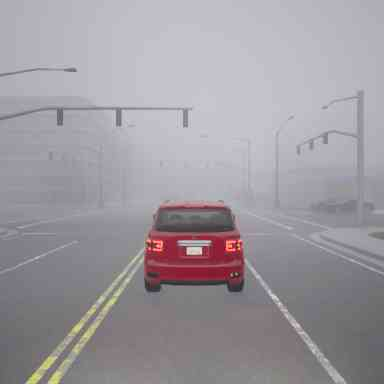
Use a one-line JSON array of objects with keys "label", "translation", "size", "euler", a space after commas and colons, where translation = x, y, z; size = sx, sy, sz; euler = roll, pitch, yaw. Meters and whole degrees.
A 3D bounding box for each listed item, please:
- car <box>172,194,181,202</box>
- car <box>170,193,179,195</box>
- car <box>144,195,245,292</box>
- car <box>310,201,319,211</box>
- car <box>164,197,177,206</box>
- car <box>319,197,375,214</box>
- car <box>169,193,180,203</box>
[{"label": "car", "translation": [-3.633, 1.355, 79.515], "size": [2.097, 1.767, 4.553], "euler": [0, 0, 0]}, {"label": "car", "translation": [-3.225, 1.330, 44.042], "size": [2.097, 1.767, 4.553], "euler": [0, 0, -5]}, {"label": "car", "translation": [0.057, 1.221, 9.054], "size": [2.150, 2.045, 5.566], "euler": [0, 0, 0]}, {"label": "car", "translation": [16.094, 1.352, 38.598], "size": [4.553, 1.767, 2.097], "euler": [0, 0, 0]}, {"label": "car", "translation": [-3.679, 1.562, 57.044], "size": [1.994, 1.385, 4.181], "euler": [0, 0, 0]}, {"label": "car", "translation": [16.553, 1.478, 35.091], "size": [5.008, 1.535, 1.882], "euler": [0, 0, 0]}, {"label": "car", "translation": [-3.616, 1.222, 69.477], "size": [2.150, 2.045, 5.566], "euler": [0, 0, 0]}]
